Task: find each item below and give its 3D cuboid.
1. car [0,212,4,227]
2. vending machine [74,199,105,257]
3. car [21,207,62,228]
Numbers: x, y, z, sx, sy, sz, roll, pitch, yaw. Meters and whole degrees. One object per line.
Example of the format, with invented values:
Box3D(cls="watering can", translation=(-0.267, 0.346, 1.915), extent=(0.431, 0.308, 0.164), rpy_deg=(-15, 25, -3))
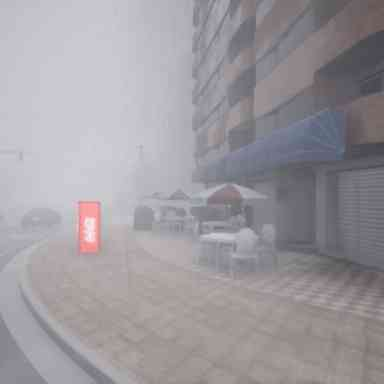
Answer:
Box3D(cls="car", translation=(-14.041, 1.701, 21.867), extent=(1.837, 1.490, 4.892), rpy_deg=(0, -1, -10))
Box3D(cls="vending machine", translation=(-3.942, 1.338, 12.778), extent=(1.100, 2.100, 0.880), rpy_deg=(1, -1, -19))
Box3D(cls="car", translation=(-10.940, 1.811, 24.399), extent=(1.994, 1.385, 4.181), rpy_deg=(0, -1, -10))
